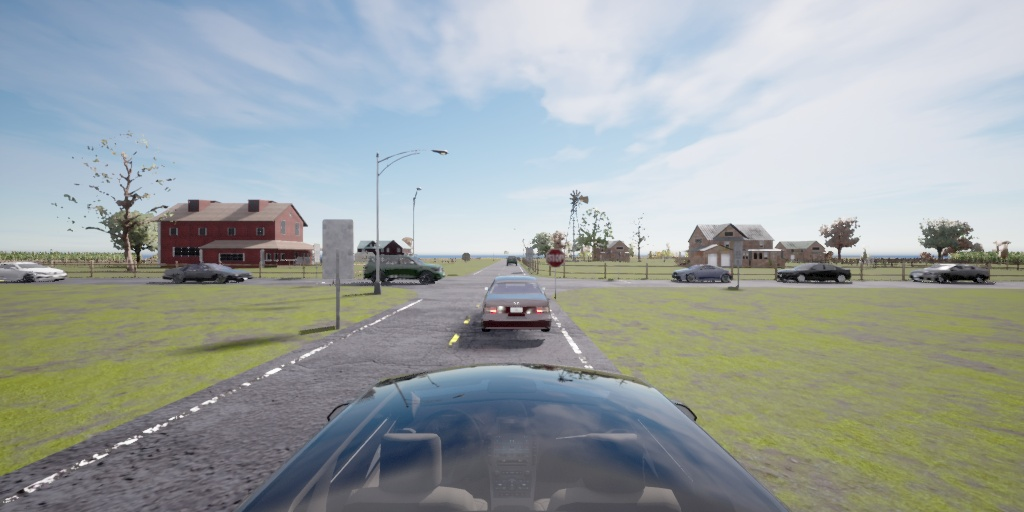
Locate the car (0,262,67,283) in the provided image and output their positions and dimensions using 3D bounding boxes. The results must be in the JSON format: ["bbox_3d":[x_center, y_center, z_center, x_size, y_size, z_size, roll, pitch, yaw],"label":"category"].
[{"bbox_3d":[-35.124,1.176,25.796,4.674,1.442,1.812,0,0,0],"label":"car"}]

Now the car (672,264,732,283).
[{"bbox_3d":[14.941,1.361,28.339,4.181,1.385,1.994,0,0,1],"label":"car"}]

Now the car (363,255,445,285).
[{"bbox_3d":[-7.633,0.955,25.568,5.566,2.045,2.150,0,0,0],"label":"car"}]

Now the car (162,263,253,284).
[{"bbox_3d":[-21.724,1.233,25.677,5.357,1.411,2.033,0,0,1],"label":"car"}]

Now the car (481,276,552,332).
[{"bbox_3d":[0.100,1.297,10.823,2.033,1.411,5.357,0,0,0],"label":"car"}]

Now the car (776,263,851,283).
[{"bbox_3d":[23.708,1.308,28.278,5.008,1.535,1.882,0,0,0],"label":"car"}]

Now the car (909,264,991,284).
[{"bbox_3d":[34.287,1.368,28.184,4.902,1.511,2.128,0,0,1],"label":"car"}]
